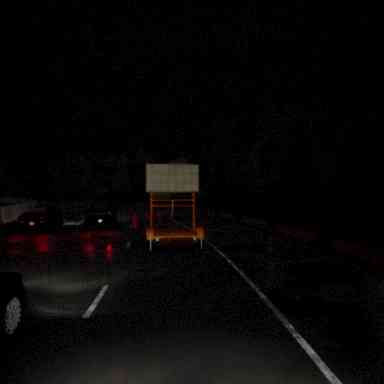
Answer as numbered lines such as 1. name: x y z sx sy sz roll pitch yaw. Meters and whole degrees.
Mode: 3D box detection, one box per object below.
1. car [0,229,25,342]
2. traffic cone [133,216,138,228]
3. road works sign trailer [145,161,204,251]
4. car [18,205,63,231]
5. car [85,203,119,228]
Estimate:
1. car: -3.608 1.478 3.438 1.882 1.535 5.008 0 0 -2
2. traffic cone: -3.562 1.957 20.946 0.340 0.580 0.340 0 0 -10
3. road works sign trailer: -0.846 0.465 14.325 2.380 3.560 2.880 0 0 -10
4. car: -9.147 1.527 20.287 1.812 1.442 4.674 0 0 -11
5. car: -5.975 1.493 22.142 2.128 1.511 4.902 0 0 -12
